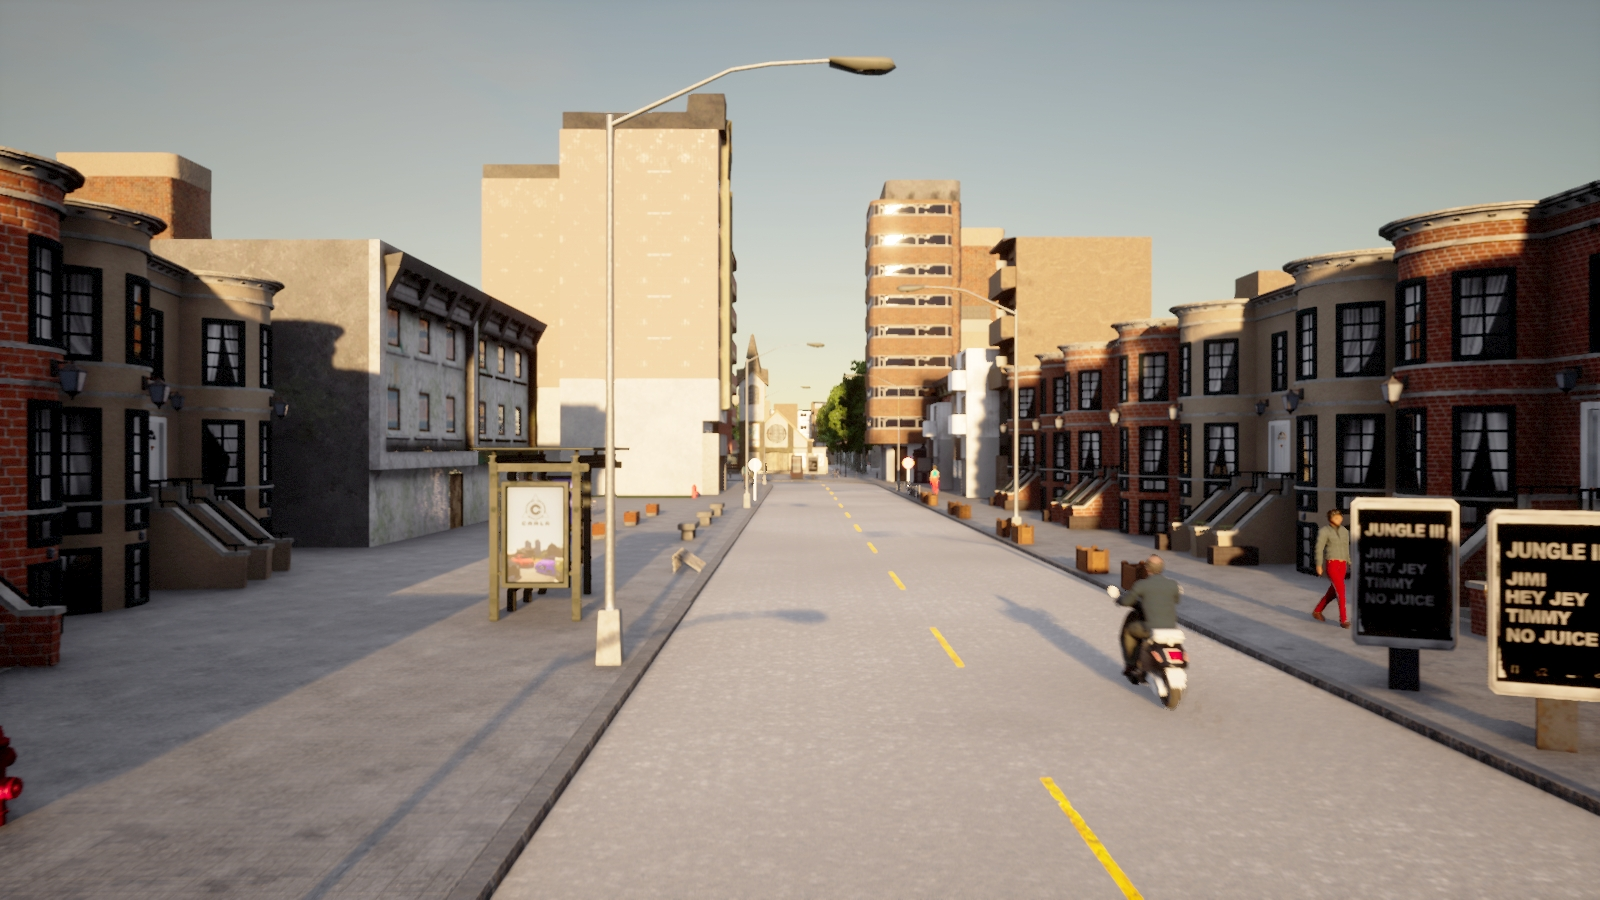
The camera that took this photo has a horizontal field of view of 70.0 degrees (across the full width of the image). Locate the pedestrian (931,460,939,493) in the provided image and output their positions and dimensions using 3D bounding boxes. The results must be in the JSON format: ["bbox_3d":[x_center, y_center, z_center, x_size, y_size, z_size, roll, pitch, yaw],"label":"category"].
[{"bbox_3d":[7.698,1.514,65.125,0.375,1.860,0.375,0,0,-1],"label":"pedestrian"}]

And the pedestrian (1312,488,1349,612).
[{"bbox_3d":[8.148,1.522,17.549,0.375,1.860,0.375,0,0,-12],"label":"pedestrian"}]
